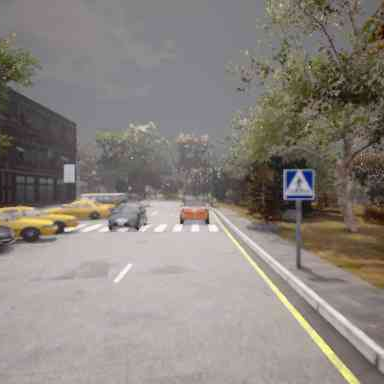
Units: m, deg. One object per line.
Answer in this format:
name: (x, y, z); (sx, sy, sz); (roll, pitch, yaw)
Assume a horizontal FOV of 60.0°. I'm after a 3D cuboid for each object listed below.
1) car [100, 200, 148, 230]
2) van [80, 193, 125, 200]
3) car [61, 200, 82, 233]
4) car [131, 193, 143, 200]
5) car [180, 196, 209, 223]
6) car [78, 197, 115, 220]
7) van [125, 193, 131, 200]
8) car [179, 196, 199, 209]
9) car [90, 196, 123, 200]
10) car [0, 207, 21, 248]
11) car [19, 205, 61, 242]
car: (-3.918, 1.485, 20.872); (2.128, 1.511, 4.902); (0, 0, 0)
van: (-9.278, 1.172, 32.929); (4.442, 1.987, 1.878); (-1, 1, -20)
car: (-8.952, 1.473, 18.031); (5.366, 1.575, 1.946); (-1, 0, -20)
car: (-10.980, 0.993, 62.253); (1.837, 1.490, 4.892); (1, 0, -39)
car: (0.193, 1.340, 25.385); (2.097, 1.767, 4.553); (0, 0, 0)
car: (-9.306, 1.468, 26.917); (5.366, 1.575, 1.946); (-1, 1, -20)
van: (-9.296, 1.131, 35.929); (4.442, 1.987, 1.878); (-1, 1, -20)
car: (-0.401, 1.272, 42.756); (2.128, 1.511, 4.902); (0, 1, -6)
car: (-9.155, 1.436, 29.985); (5.008, 1.535, 2.097); (-1, 0, -20)
car: (-9.141, 1.482, 11.965); (4.892, 1.521, 2.231); (-1, 0, -20)
car: (-8.954, 1.474, 15.029); (5.366, 1.575, 1.946); (-1, 0, -20)
